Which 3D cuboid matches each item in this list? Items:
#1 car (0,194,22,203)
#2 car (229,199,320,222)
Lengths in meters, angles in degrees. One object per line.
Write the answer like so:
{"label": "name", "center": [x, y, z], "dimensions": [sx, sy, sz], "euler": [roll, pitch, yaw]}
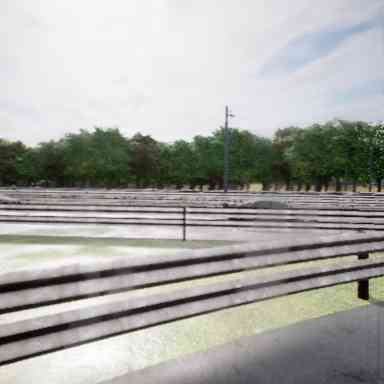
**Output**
{"label": "car", "center": [-16.132, 0.739, 27.001], "dimensions": [4.181, 1.385, 1.994], "euler": [1, 1, 4]}
{"label": "car", "center": [4.473, 1.154, 18.360], "dimensions": [4.892, 1.490, 1.837], "euler": [1, 1, 5]}
